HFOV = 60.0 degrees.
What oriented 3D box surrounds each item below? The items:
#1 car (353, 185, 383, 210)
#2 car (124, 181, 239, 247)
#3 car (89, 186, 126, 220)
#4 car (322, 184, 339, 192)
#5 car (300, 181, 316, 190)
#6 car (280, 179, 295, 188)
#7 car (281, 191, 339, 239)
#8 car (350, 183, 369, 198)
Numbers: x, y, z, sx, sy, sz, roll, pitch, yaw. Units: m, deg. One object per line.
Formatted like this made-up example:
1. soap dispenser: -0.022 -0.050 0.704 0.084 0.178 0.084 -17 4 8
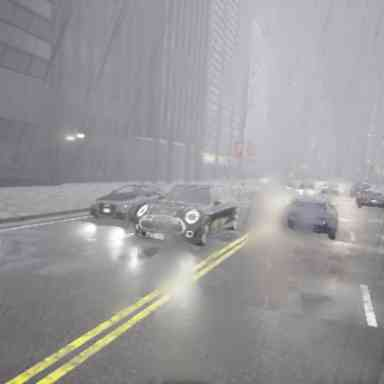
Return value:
1. car: 13.614 0.508 25.200 1.994 1.385 4.181 5 4 24
2. car: 0.054 0.522 11.037 2.097 1.767 4.553 5 4 24
3. car: -2.266 0.398 13.836 1.994 1.385 4.181 5 4 24
4. car: 16.878 -0.360 40.507 1.895 1.301 4.718 5 4 24
5. car: 17.581 -1.024 50.417 1.895 1.301 4.718 5 4 24
6. car: 15.480 -1.415 53.650 1.994 1.385 4.181 5 4 24
7. car: 4.851 0.843 13.416 1.994 1.385 4.181 5 4 24
8. car: 18.916 -0.256 37.214 2.097 1.767 4.553 5 4 24
